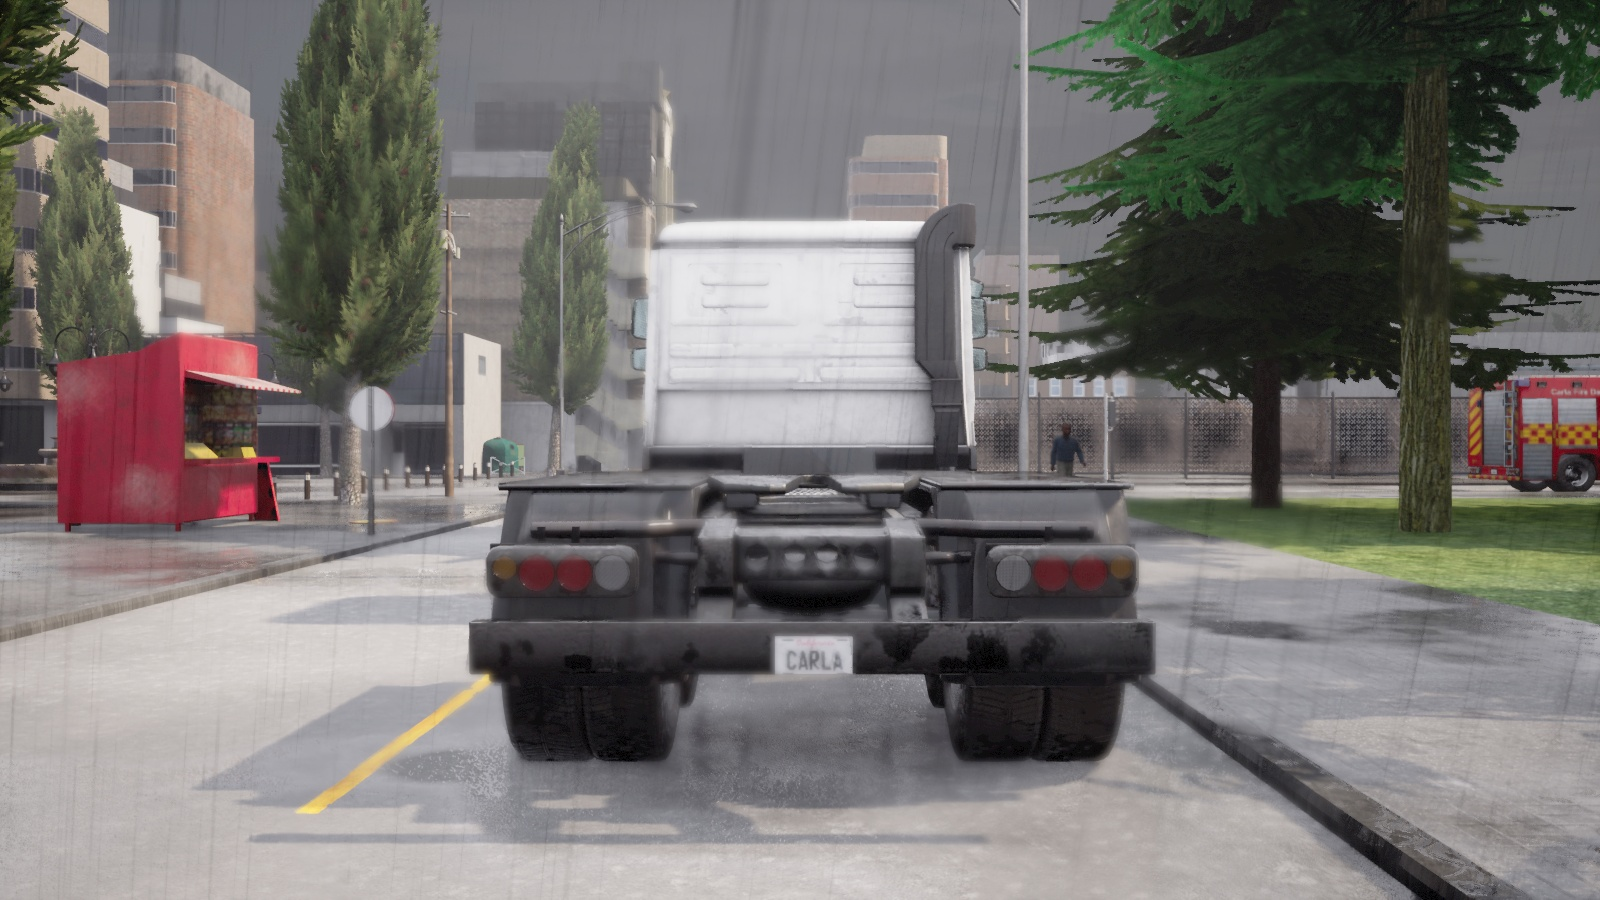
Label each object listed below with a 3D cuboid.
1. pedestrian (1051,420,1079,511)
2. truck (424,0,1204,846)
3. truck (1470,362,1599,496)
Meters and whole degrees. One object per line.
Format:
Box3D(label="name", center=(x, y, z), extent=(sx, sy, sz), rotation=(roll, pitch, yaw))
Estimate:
Box3D(label="pedestrian", center=(5.429, 0.315, 25.758), extent=(0.370, 1.835, 0.726), rotation=(0, 0, -5))
Box3D(label="truck", center=(0.072, -0.284, 8.629), extent=(2.891, 3.462, 7.936), rotation=(0, 0, 0))
Box3D(label="truck", center=(24.945, -0.609, 37.322), extent=(8.468, 3.827, 2.891), rotation=(0, 0, 0))
